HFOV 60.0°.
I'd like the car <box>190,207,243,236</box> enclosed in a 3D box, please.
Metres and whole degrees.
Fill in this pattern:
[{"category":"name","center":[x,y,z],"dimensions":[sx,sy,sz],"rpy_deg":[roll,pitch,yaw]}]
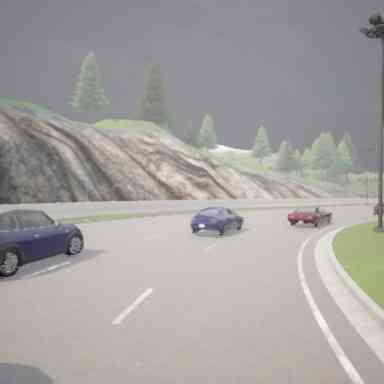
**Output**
[{"category":"car","center":[1.491,1.555,18.894],"dimensions":[1.812,1.442,4.674],"rpy_deg":[0,0,26]}]

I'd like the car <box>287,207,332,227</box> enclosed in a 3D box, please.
[{"category":"car","center":[8.534,1.709,23.772],"dimensions":[1.895,1.301,4.718],"rpy_deg":[1,0,37]}]

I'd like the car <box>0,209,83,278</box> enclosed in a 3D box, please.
[{"category":"car","center":[-5.302,1.302,10.301],"dimensions":[2.097,1.767,4.553],"rpy_deg":[1,0,12]}]

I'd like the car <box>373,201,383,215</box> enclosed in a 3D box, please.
[{"category":"car","center":[21.928,1.752,37.157],"dimensions":[4.902,1.511,2.128],"rpy_deg":[1,0,-43]}]
